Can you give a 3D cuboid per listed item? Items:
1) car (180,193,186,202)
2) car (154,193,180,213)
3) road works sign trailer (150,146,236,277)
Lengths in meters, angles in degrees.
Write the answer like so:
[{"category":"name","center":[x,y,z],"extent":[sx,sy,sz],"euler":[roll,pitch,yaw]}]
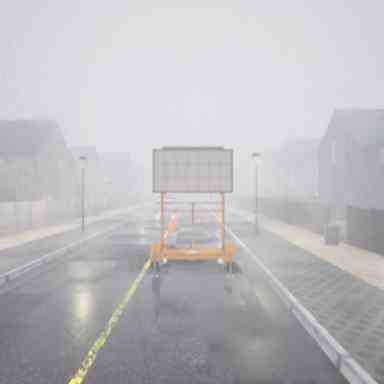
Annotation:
[{"category":"car","center":[-2.582,1.185,77.547],"extent":[2.150,2.045,5.566],"euler":[0,0,0]},{"category":"car","center":[-2.771,1.161,36.277],"extent":[2.150,2.045,5.566],"euler":[0,0,0]},{"category":"road works sign trailer","center":[0.027,0.431,10.066],"extent":[2.380,3.560,2.880],"euler":[0,0,1]}]
